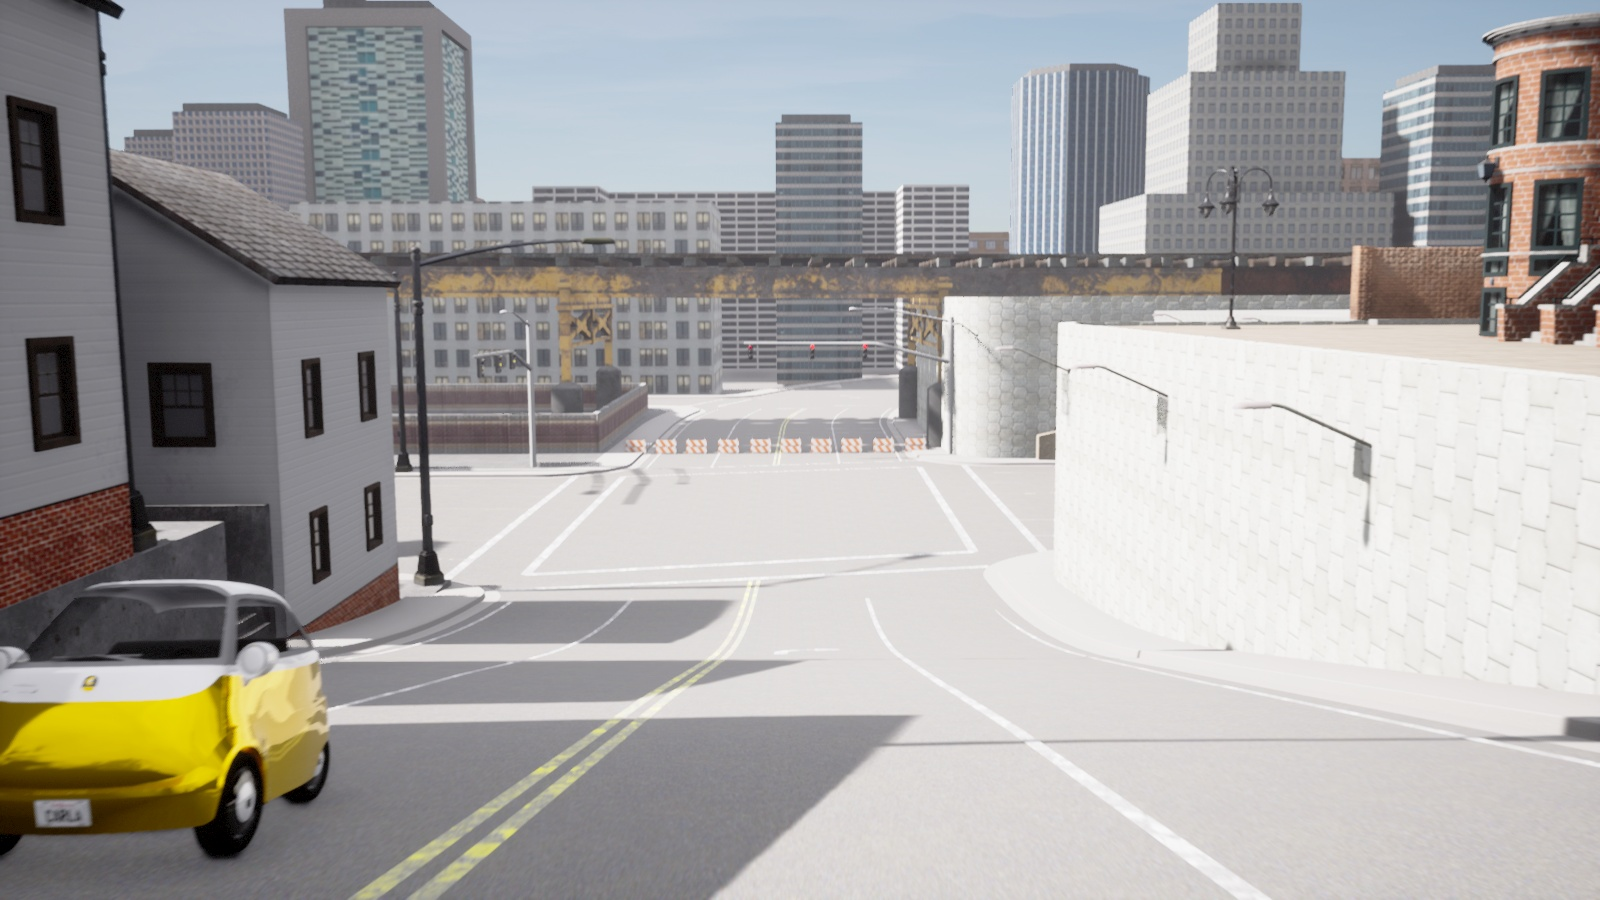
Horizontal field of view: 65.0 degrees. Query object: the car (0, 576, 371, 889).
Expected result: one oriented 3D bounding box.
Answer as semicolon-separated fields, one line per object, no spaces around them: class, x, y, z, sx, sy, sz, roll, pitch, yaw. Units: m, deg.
car;-3.451;1.400;6.775;1.481;1.376;2.207;-1;-7;0
